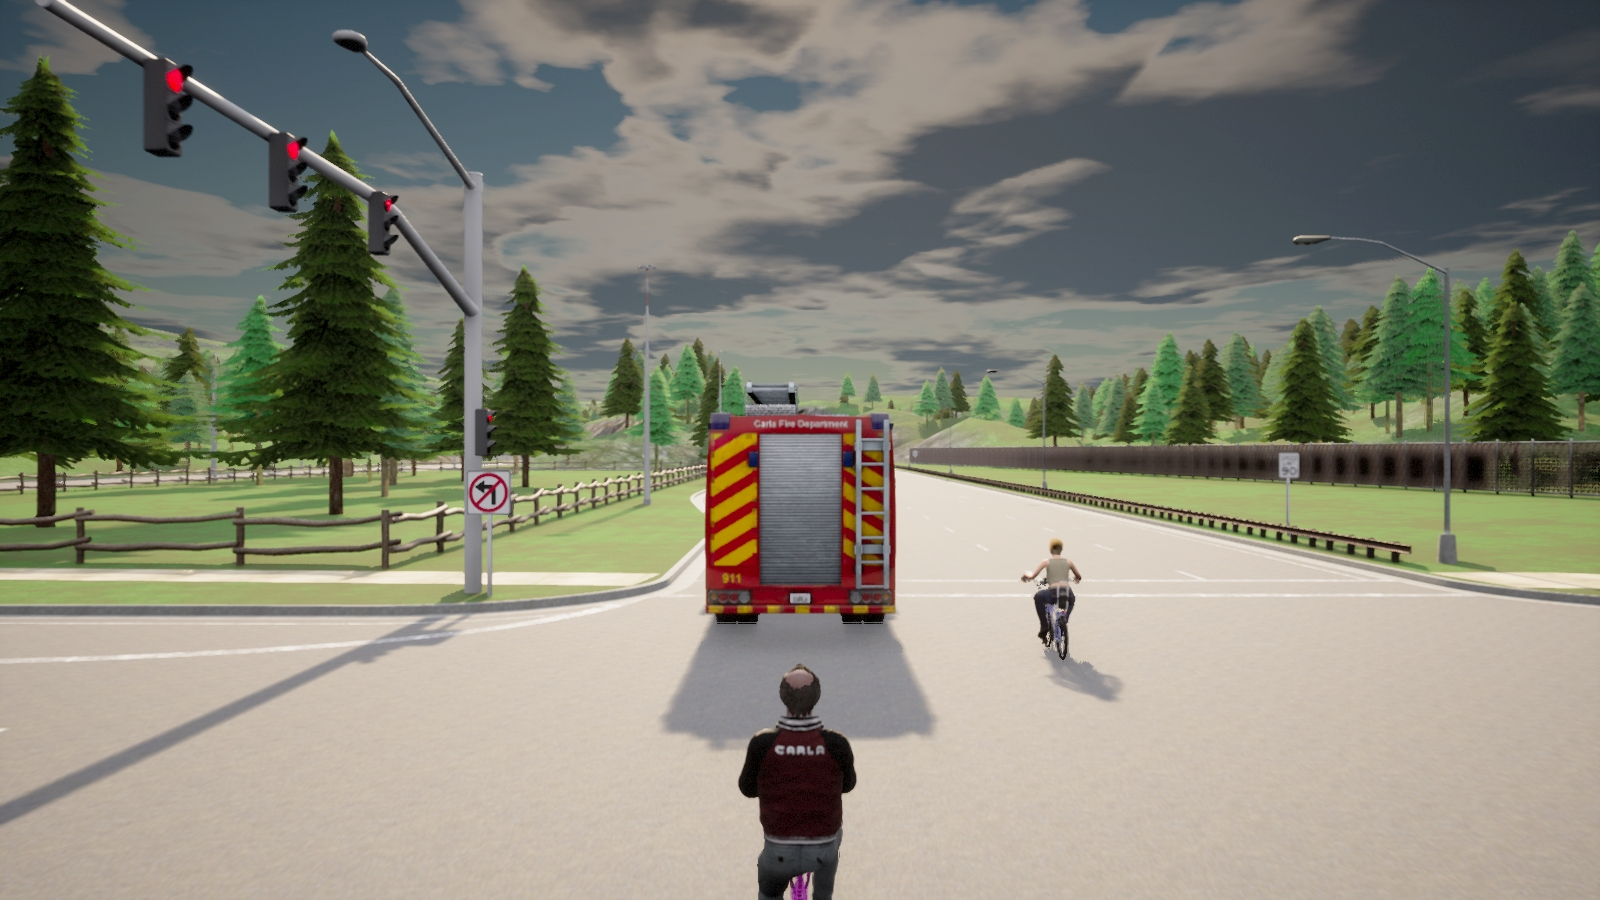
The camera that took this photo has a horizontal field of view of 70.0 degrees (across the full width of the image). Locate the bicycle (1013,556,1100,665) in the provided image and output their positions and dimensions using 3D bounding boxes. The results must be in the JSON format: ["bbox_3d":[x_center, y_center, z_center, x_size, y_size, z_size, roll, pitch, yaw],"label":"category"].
[{"bbox_3d":[3.485,2.160,15.646,0.859,1.277,1.487,0,0,0],"label":"bicycle"}]

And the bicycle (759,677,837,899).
[{"bbox_3d":[-0.007,2.061,5.727,0.329,1.471,1.835,0,0,0],"label":"bicycle"}]

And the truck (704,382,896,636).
[{"bbox_3d":[-0.006,0.893,21.443,2.891,3.827,8.468,0,0,0],"label":"truck"}]
